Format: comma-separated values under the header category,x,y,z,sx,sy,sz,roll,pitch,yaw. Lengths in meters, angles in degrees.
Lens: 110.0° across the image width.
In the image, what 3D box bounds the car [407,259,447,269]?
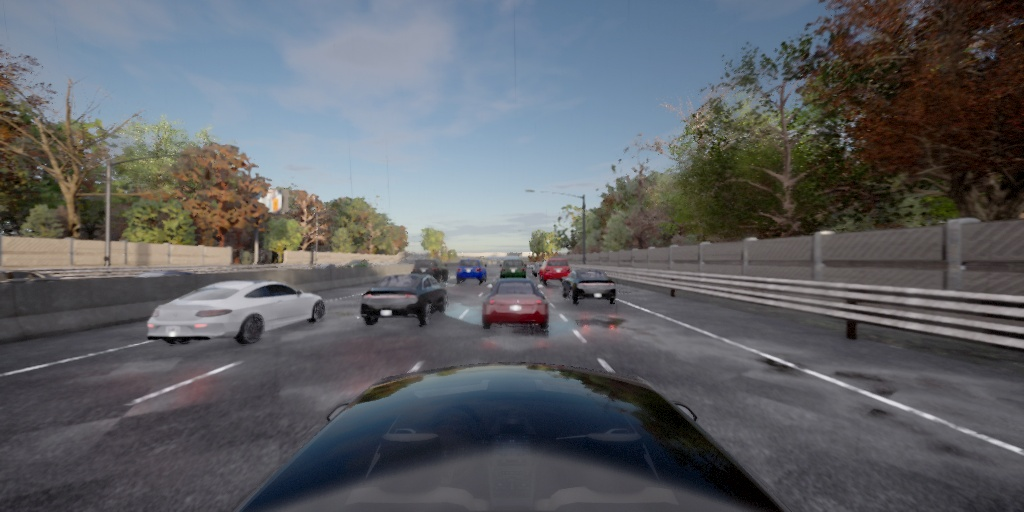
category,x,y,z,sx,sy,sz,roll,pitch,yaw
car,-6.904,1.278,30.724,2.150,2.045,5.566,0,-1,0

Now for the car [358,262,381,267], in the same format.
category,x,y,z,sx,sy,sz,roll,pitch,yaw
car,-21.049,1.915,54.397,1.895,1.301,4.718,0,-1,1

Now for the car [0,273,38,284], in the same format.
category,x,y,z,sx,sy,sz,roll,pitch,yaw
car,-21.101,1.468,12.785,1.895,1.301,4.718,0,-1,0

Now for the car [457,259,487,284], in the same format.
category,x,y,z,sx,sy,sz,roll,pitch,yaw
car,-3.403,1.277,30.712,2.150,2.045,5.566,0,-1,0

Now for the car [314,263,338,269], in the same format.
category,x,y,z,sx,sy,sz,roll,pitch,yaw
car,-28.044,1.840,54.302,1.812,1.442,4.674,0,-1,1

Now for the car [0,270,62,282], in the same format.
category,x,y,z,sx,sy,sz,roll,pitch,yaw
car,-24.600,1.415,16.851,1.837,1.490,4.892,0,-1,0

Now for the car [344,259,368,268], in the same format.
category,x,y,z,sx,sy,sz,roll,pitch,yaw
car,-24.536,1.565,56.988,2.150,2.045,5.566,0,-1,1

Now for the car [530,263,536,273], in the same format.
category,x,y,z,sx,sy,sz,roll,pitch,yaw
car,3.497,1.758,43.652,1.994,1.385,4.181,0,-1,0

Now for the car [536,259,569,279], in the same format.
category,x,y,z,sx,sy,sz,roll,pitch,yaw
car,3.498,1.262,29.709,2.150,2.045,5.566,0,-1,0

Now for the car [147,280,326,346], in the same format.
category,x,y,z,sx,sy,sz,roll,pitch,yaw
car,-6.901,1.359,9.607,1.812,1.442,4.674,0,-1,0

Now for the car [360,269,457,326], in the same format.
category,x,y,z,sx,sy,sz,roll,pitch,yaw
car,-3.401,1.350,12.125,2.128,1.511,4.902,0,-1,0

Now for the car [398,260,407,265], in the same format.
category,x,y,z,sx,sy,sz,roll,pitch,yaw
car,-17.529,1.605,60.232,2.150,2.045,5.566,0,-1,1

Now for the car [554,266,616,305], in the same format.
category,x,y,z,sx,sy,sz,roll,pitch,yaw
car,3.499,1.401,17.017,2.128,1.511,4.902,0,-1,0

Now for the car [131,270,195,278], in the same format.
category,x,y,z,sx,sy,sz,roll,pitch,yaw
car,-17.601,1.446,17.882,1.812,1.442,4.674,0,-1,0

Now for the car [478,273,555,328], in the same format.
category,x,y,z,sx,sy,sz,roll,pitch,yaw
car,0.102,1.420,11.871,1.994,1.385,4.181,0,-1,0

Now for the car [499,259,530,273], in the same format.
category,x,y,z,sx,sy,sz,roll,pitch,yaw
car,0.097,1.278,30.773,2.150,2.045,5.566,0,-1,0
